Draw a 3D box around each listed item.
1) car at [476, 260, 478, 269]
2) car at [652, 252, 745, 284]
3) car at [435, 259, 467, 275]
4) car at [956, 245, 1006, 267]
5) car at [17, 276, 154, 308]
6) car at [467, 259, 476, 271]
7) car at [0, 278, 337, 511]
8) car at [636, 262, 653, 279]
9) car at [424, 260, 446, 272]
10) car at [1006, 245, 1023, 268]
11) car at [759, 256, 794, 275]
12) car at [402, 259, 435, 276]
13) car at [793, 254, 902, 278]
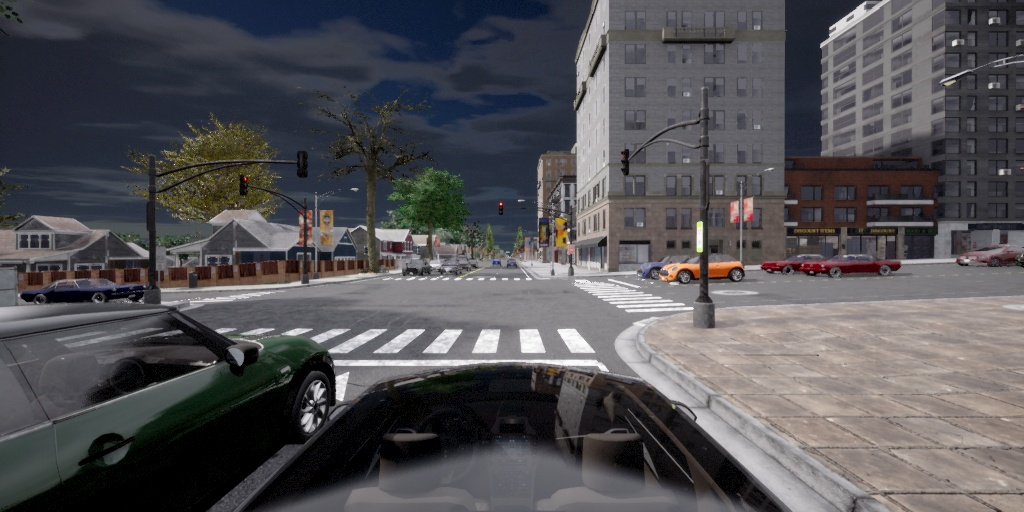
[{"bbox_3d":[-6.658,1.321,59.589,1.837,1.490,4.892,0,0,0],"label":"car"},{"bbox_3d":[11.353,0.680,21.695,4.553,1.767,2.097,-2,0,0],"label":"car"},{"bbox_3d":[-6.639,1.262,39.525,2.128,1.511,4.902,0,0,0],"label":"car"},{"bbox_3d":[34.051,-0.012,25.021,4.674,1.442,1.812,-2,0,0],"label":"car"},{"bbox_3d":[-21.636,1.806,18.338,4.718,1.301,1.895,-2,0,0],"label":"car"},{"bbox_3d":[-6.656,1.335,49.243,2.033,1.411,5.357,0,0,0],"label":"car"},{"bbox_3d":[-3.152,1.102,2.461,2.097,1.767,4.553,0,0,0],"label":"car"},{"bbox_3d":[11.099,0.679,25.015,4.553,1.767,2.097,-2,0,2],"label":"car"},{"bbox_3d":[-9.903,1.307,46.430,1.812,1.442,4.674,0,0,0],"label":"car"},{"bbox_3d":[33.890,-0.170,21.773,4.553,1.767,2.097,-2,0,0],"label":"car"},{"bbox_3d":[20.108,0.582,24.979,4.718,1.301,1.895,-2,0,0],"label":"car"},{"bbox_3d":[-9.889,1.120,37.446,2.097,1.767,4.553,0,0,0],"label":"car"},{"bbox_3d":[20.337,0.584,21.730,4.718,1.301,1.895,-2,0,0],"label":"car"}]
